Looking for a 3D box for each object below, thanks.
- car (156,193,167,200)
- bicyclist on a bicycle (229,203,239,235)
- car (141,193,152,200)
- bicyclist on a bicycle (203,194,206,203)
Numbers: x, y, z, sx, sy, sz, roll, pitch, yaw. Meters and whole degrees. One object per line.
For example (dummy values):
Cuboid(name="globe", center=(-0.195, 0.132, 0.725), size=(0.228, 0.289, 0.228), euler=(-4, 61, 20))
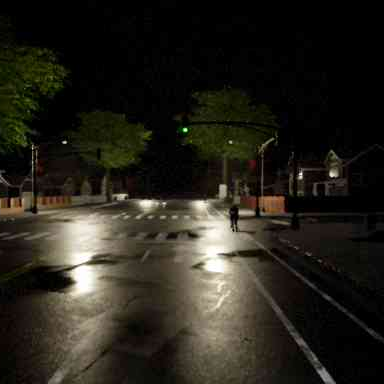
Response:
Cuboid(name="car", center=(-6.509, 1.040, 71.557), size=(1.812, 1.442, 4.674), euler=(0, 0, 0))
Cuboid(name="bicyclist on a bicycle", center=(2.248, 1.437, 17.708), size=(0.582, 1.620, 1.656), euler=(0, 0, 0))
Cuboid(name="car", center=(-9.759, 1.016, 71.557), size=(1.837, 1.490, 4.892), euler=(0, 0, 0))
Cuboid(name="bicyclist on a bicycle", center=(2.241, 1.294, 59.056), size=(0.659, 1.776, 1.843), euler=(0, 0, 0))
